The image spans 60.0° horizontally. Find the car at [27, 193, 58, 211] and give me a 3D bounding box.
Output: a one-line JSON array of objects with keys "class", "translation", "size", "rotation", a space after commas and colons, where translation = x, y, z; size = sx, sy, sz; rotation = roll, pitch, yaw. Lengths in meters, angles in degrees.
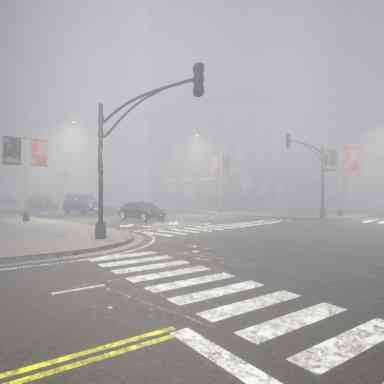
[{"class": "car", "translation": [-18.120, 1.333, 40.576], "size": [2.097, 1.767, 4.553], "rotation": [0, 0, -45]}]

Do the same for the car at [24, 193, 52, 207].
[{"class": "car", "translation": [-23.682, 1.196, 51.006], "size": [5.566, 2.045, 2.150], "rotation": [-1, -1, 45]}]

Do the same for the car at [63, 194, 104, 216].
[{"class": "car", "translation": [-11.022, 1.207, 33.463], "size": [2.150, 2.045, 5.566], "rotation": [0, 0, -45]}]

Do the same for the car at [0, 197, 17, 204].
[{"class": "car", "translation": [-33.655, 1.532, 60.987], "size": [1.994, 1.385, 4.181], "rotation": [0, 0, -45]}]

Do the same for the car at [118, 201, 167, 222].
[{"class": "car", "translation": [-4.004, 1.495, 26.439], "size": [1.837, 1.490, 4.892], "rotation": [0, 0, -44]}]
